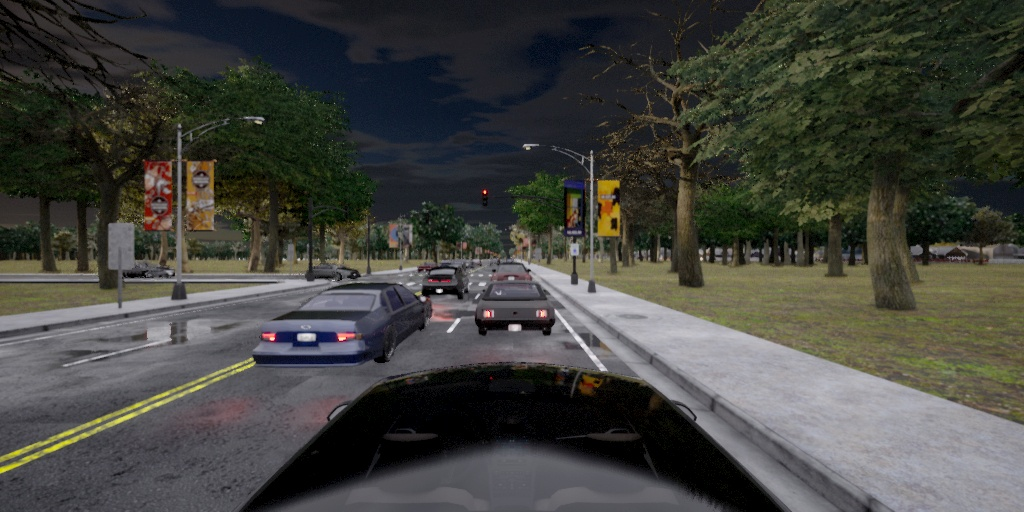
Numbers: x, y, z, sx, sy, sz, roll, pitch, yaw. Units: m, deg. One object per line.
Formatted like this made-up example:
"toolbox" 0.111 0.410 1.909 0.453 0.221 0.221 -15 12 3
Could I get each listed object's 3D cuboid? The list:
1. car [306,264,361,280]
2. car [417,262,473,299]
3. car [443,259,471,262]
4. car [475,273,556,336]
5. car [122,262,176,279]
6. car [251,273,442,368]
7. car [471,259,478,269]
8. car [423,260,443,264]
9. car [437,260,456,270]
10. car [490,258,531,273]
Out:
"car" -14.378 1.303 28.960 4.181 1.385 1.994 0 0 15
"car" -3.209 1.253 17.861 1.837 1.490 4.892 0 0 -2
"car" -6.821 1.245 44.913 2.128 1.511 4.902 0 0 0
"car" 0.061 1.349 10.404 1.895 1.301 4.718 0 0 0
"car" -30.771 1.207 29.730 4.902 1.511 2.128 0 0 0
"car" -3.177 1.296 8.025 2.033 1.411 5.357 0 0 0
"car" -6.871 1.251 55.194 2.128 1.511 4.902 0 0 0
"car" -10.065 1.354 43.421 1.895 1.301 4.718 0 0 0
"car" -10.121 1.306 55.531 2.033 1.411 5.357 0 0 0
"car" -0.026 1.100 19.389 2.097 1.767 4.553 0 0 0
